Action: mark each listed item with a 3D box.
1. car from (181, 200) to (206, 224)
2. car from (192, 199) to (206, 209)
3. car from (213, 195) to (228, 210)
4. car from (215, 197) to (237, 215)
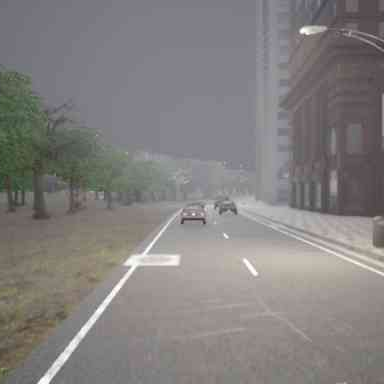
[{"bbox_3d":[0.120,1.618,25.607,2.033,1.411,5.357,0,0,0],"label":"car"},{"bbox_3d":[1.152,1.822,51.362,1.895,1.301,4.718,0,0,4],"label":"car"},{"bbox_3d":[4.270,1.427,47.651,2.150,2.045,5.566,0,0,4],"label":"car"},{"bbox_3d":[3.831,1.639,36.082,1.837,1.490,4.892,0,0,2],"label":"car"}]
